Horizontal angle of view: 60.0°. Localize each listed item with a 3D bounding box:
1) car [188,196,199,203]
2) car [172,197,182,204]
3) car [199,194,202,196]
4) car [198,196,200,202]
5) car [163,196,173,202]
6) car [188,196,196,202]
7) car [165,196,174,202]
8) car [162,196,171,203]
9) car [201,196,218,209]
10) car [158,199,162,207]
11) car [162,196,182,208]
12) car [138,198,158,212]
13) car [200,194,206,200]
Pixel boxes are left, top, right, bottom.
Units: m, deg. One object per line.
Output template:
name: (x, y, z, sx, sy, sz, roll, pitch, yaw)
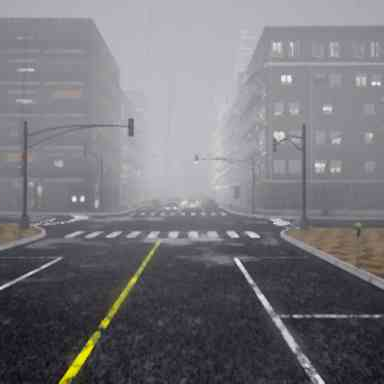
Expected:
car: (-0.018, 1.733, 72.922, 2.033, 1.411, 5.357, 0, 0, 0)
car: (-3.021, 1.707, 68.649, 1.812, 1.442, 4.674, 0, 0, 0)
car: (2.677, 1.547, 85.745, 2.192, 1.841, 5.009, 1, 0, 0)
car: (2.680, 1.751, 63.649, 1.802, 1.307, 4.206, 1, 0, 0)
car: (-5.705, 1.767, 80.232, 2.008, 1.369, 4.403, 1, 0, 0)
car: (-0.022, 1.680, 83.345, 1.812, 1.442, 4.674, 0, 0, 0)
car: (-5.707, 1.777, 85.755, 1.887, 1.381, 4.507, 1, 0, 0)
car: (-5.703, 1.725, 74.538, 1.752, 1.417, 4.829, 1, 0, 0)
car: (2.685, 1.668, 47.079, 1.887, 1.381, 4.507, 1, 0, 0)
car: (-5.698, 1.683, 52.614, 1.887, 1.381, 4.507, 1, 0, 0)
car: (-3.076, 1.686, 52.568, 2.033, 1.411, 5.357, 0, 0, 0)
car: (-5.694, 1.634, 41.397, 1.752, 1.417, 4.829, 1, 0, 0)
car: (2.684, 1.578, 52.603, 1.967, 1.590, 4.097, 1, 0, 0)
